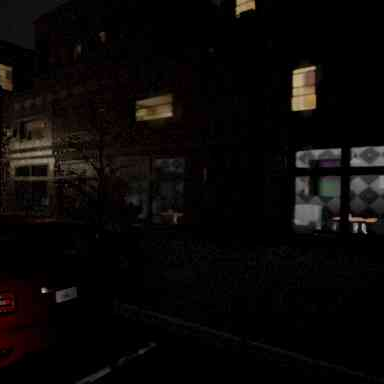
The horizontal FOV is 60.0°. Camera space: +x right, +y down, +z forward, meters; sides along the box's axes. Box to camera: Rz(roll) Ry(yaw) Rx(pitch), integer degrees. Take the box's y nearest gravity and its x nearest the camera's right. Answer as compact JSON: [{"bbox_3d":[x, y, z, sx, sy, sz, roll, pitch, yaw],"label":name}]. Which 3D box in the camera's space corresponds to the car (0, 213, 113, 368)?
[{"bbox_3d":[-3.420,1.273,5.314,5.009,1.841,2.192,1,1,36],"label":"car"}]
